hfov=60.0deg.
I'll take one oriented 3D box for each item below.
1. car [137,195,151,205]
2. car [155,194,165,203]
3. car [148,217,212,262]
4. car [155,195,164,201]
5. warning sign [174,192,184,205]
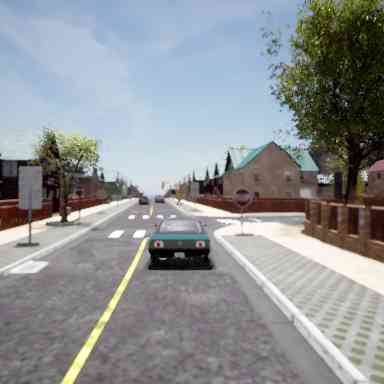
[{"bbox_3d":[-8.137,1.369,56.392,1.837,1.490,4.892,0,0,-6],"label":"car"},{"bbox_3d":[-6.046,1.428,63.067,2.033,1.411,5.357,0,0,-6],"label":"car"},{"bbox_3d":[-0.384,1.538,11.880,1.895,1.301,4.718,0,0,-1],"label":"car"},{"bbox_3d":[-7.488,1.373,75.615,1.994,1.385,4.181,0,0,-6],"label":"car"},{"bbox_3d":[-1.892,0.971,48.477,1.300,1.860,1.060,-1,-1,-6],"label":"warning sign"}]
